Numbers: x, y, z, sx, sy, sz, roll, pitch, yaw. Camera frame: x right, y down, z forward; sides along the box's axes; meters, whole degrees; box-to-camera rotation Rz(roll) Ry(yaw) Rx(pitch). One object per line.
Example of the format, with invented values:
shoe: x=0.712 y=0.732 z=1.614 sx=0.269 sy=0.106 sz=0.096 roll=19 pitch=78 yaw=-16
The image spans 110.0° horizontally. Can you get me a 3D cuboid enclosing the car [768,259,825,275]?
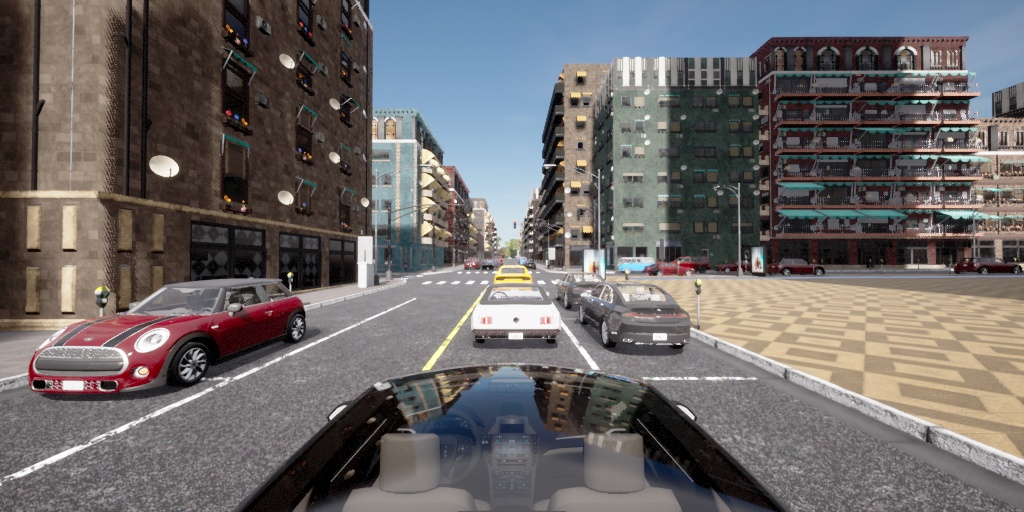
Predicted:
car: x=24.696 y=0.935 z=31.170 sx=4.097 sy=1.591 sz=1.967 roll=0 pitch=0 yaw=0

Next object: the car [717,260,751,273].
car: x=24.739 y=1.164 z=39.550 sx=4.507 sy=1.381 sz=1.888 roll=0 pitch=0 yaw=0

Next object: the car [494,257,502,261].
car: x=-3.218 y=1.317 z=60.148 sx=2.033 sy=1.411 sz=5.357 roll=0 pitch=0 yaw=0

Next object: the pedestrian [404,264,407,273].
pedestrian: x=-12.623 y=1.096 z=42.694 sx=0.375 sy=1.860 sz=0.375 roll=0 pitch=0 yaw=0

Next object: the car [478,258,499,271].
car: x=-3.228 y=1.367 z=50.455 sx=1.895 sy=1.301 sz=4.718 roll=0 pitch=0 yaw=1

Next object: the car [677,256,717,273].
car: x=19.211 y=0.976 z=39.577 sx=5.009 sy=1.841 sz=2.192 roll=0 pitch=0 yaw=0

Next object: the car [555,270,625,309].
car: x=2.791 y=1.304 z=14.572 sx=2.007 sy=1.370 sz=4.403 roll=0 pitch=0 yaw=0

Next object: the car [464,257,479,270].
car: x=-5.807 y=1.081 z=52.785 sx=2.192 sy=1.841 sz=5.009 roll=0 pitch=0 yaw=0

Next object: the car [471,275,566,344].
car: x=0.081 y=1.353 z=9.585 sx=1.895 sy=1.301 sz=4.718 roll=0 pitch=0 yaw=0

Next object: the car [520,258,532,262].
car: x=2.574 y=1.333 z=52.764 sx=1.948 sy=1.339 sz=4.313 roll=0 pitch=0 yaw=0

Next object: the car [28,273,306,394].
car: x=-5.830 y=1.191 z=6.747 sx=1.967 sy=1.591 sz=4.097 roll=0 pitch=0 yaw=0

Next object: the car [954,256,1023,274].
car: x=41.277 y=0.811 z=31.089 sx=4.097 sy=1.591 sz=1.967 roll=0 pitch=0 yaw=0

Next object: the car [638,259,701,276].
car: x=13.640 y=1.162 z=31.224 sx=4.207 sy=1.307 sz=1.802 roll=0 pitch=0 yaw=0

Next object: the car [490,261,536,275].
car: x=0.053 y=1.233 z=19.038 sx=1.882 sy=1.535 sz=5.008 roll=0 pitch=0 yaw=0

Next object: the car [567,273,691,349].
car: x=2.804 y=1.302 z=9.002 sx=2.007 sy=1.370 sz=4.403 roll=0 pitch=0 yaw=0

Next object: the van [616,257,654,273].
van: x=13.683 y=1.045 z=39.604 sx=3.998 sy=1.789 sz=1.690 roll=0 pitch=0 yaw=0
